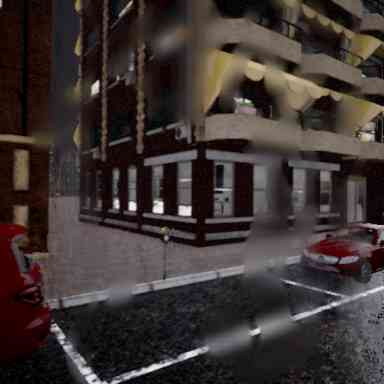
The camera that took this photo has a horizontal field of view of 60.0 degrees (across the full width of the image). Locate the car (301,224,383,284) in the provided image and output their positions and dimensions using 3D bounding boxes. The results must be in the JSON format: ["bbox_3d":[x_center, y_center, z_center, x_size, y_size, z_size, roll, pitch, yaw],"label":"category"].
[{"bbox_3d":[4.972,1.613,9.670,4.206,1.307,1.802,0,1,-36],"label":"car"}]

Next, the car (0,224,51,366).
[{"bbox_3d":[-4.039,1.320,3.192,5.009,1.841,2.192,0,1,-36],"label":"car"}]
